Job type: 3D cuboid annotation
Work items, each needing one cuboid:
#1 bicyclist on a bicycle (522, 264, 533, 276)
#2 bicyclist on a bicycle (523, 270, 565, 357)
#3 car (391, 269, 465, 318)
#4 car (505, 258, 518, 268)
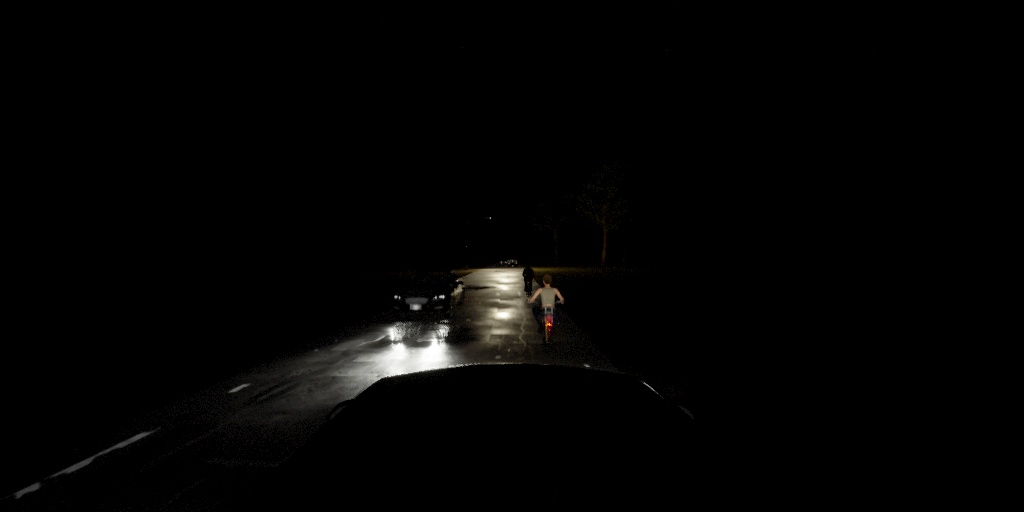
[{"bbox_3d":[0.760,1.212,16.653,0.582,1.620,1.656,0,0,0],"label":"bicyclist on a bicycle"},{"bbox_3d":[0.739,1.190,7.609,0.866,1.612,1.509,0,0,0],"label":"bicyclist on a bicycle"},{"bbox_3d":[-2.848,1.248,13.053,2.128,1.511,4.902,0,0,0],"label":"car"},{"bbox_3d":[0.112,1.361,62.356,1.895,1.301,4.718,0,0,0],"label":"car"}]
